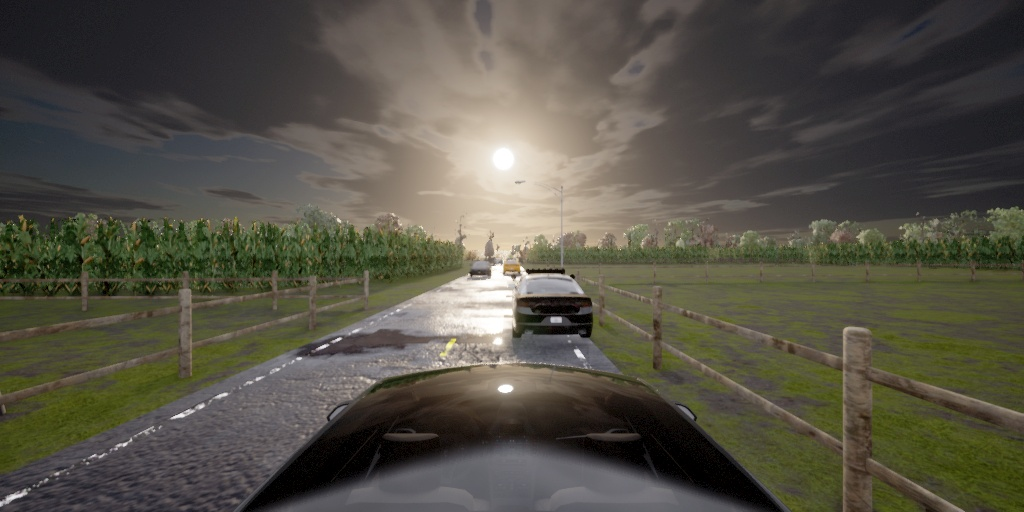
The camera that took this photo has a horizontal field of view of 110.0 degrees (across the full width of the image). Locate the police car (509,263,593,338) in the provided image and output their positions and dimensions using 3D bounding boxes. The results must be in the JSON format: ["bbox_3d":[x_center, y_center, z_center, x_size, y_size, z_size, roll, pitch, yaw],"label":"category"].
[{"bbox_3d":[0.943,1.171,10.292,1.930,1.638,5.238,0,0,0],"label":"police car"}]

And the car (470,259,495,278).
[{"bbox_3d":[-2.936,1.202,34.453,1.882,1.535,5.008,0,0,0],"label":"car"}]

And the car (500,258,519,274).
[{"bbox_3d":[-0.020,1.193,40.487,1.882,1.535,5.008,0,0,0],"label":"car"}]
